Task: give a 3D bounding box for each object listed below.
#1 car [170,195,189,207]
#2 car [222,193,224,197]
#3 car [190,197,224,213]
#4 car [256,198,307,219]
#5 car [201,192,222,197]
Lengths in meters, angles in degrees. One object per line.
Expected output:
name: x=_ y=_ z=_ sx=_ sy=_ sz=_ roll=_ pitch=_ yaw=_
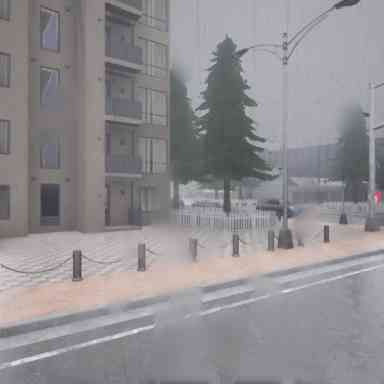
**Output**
car: x=-3.260 y=1.563 z=50.377 sx=2.033 sy=1.411 sz=5.357 roll=0 pitch=0 yaw=-37
car: x=7.474 y=1.092 z=94.722 sx=1.905 sy=1.878 sz=3.866 roll=0 pitch=0 yaw=-37
car: x=1.777 y=1.579 z=37.634 sx=1.994 sy=1.385 sz=4.181 roll=0 pitch=0 yaw=-37
car: x=7.862 y=1.367 z=29.589 sx=2.097 sy=1.767 sz=4.553 roll=0 pitch=0 yaw=-37
car: x=5.388 y=1.113 z=92.658 sx=1.932 sy=1.855 sz=4.605 roll=0 pitch=0 yaw=-37
